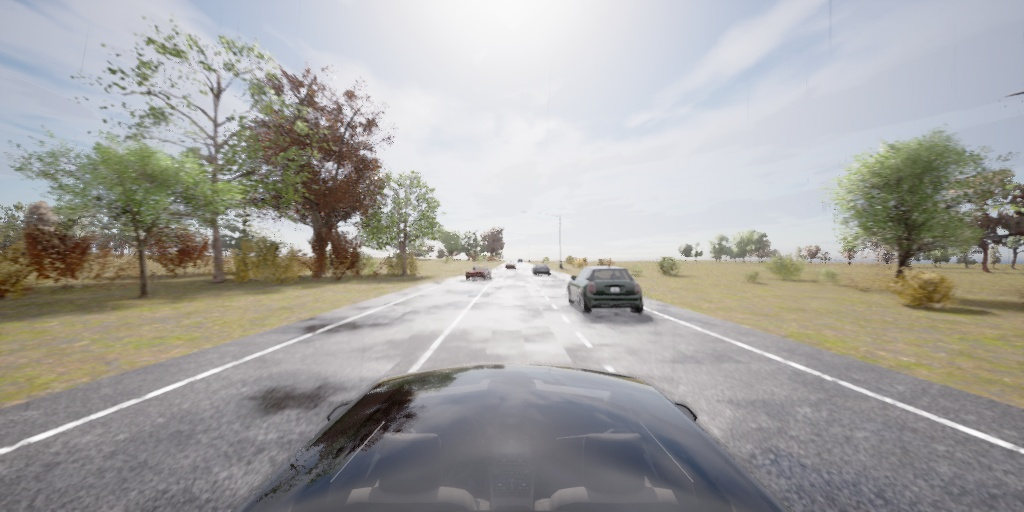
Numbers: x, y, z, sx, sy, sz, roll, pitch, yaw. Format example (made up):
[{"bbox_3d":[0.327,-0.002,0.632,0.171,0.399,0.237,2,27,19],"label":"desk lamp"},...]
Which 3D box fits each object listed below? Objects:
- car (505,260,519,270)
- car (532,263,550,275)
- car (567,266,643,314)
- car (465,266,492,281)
[{"bbox_3d":[-0.216,1.731,60.978,1.895,1.301,4.718,0,0,3],"label":"car"},{"bbox_3d":[3.502,1.582,43.378,1.994,1.385,4.181,0,0,0],"label":"car"},{"bbox_3d":[3.501,1.181,14.313,2.097,1.767,4.553,0,0,0],"label":"car"},{"bbox_3d":[-3.049,1.556,33.279,1.895,1.301,4.718,0,0,5],"label":"car"}]
